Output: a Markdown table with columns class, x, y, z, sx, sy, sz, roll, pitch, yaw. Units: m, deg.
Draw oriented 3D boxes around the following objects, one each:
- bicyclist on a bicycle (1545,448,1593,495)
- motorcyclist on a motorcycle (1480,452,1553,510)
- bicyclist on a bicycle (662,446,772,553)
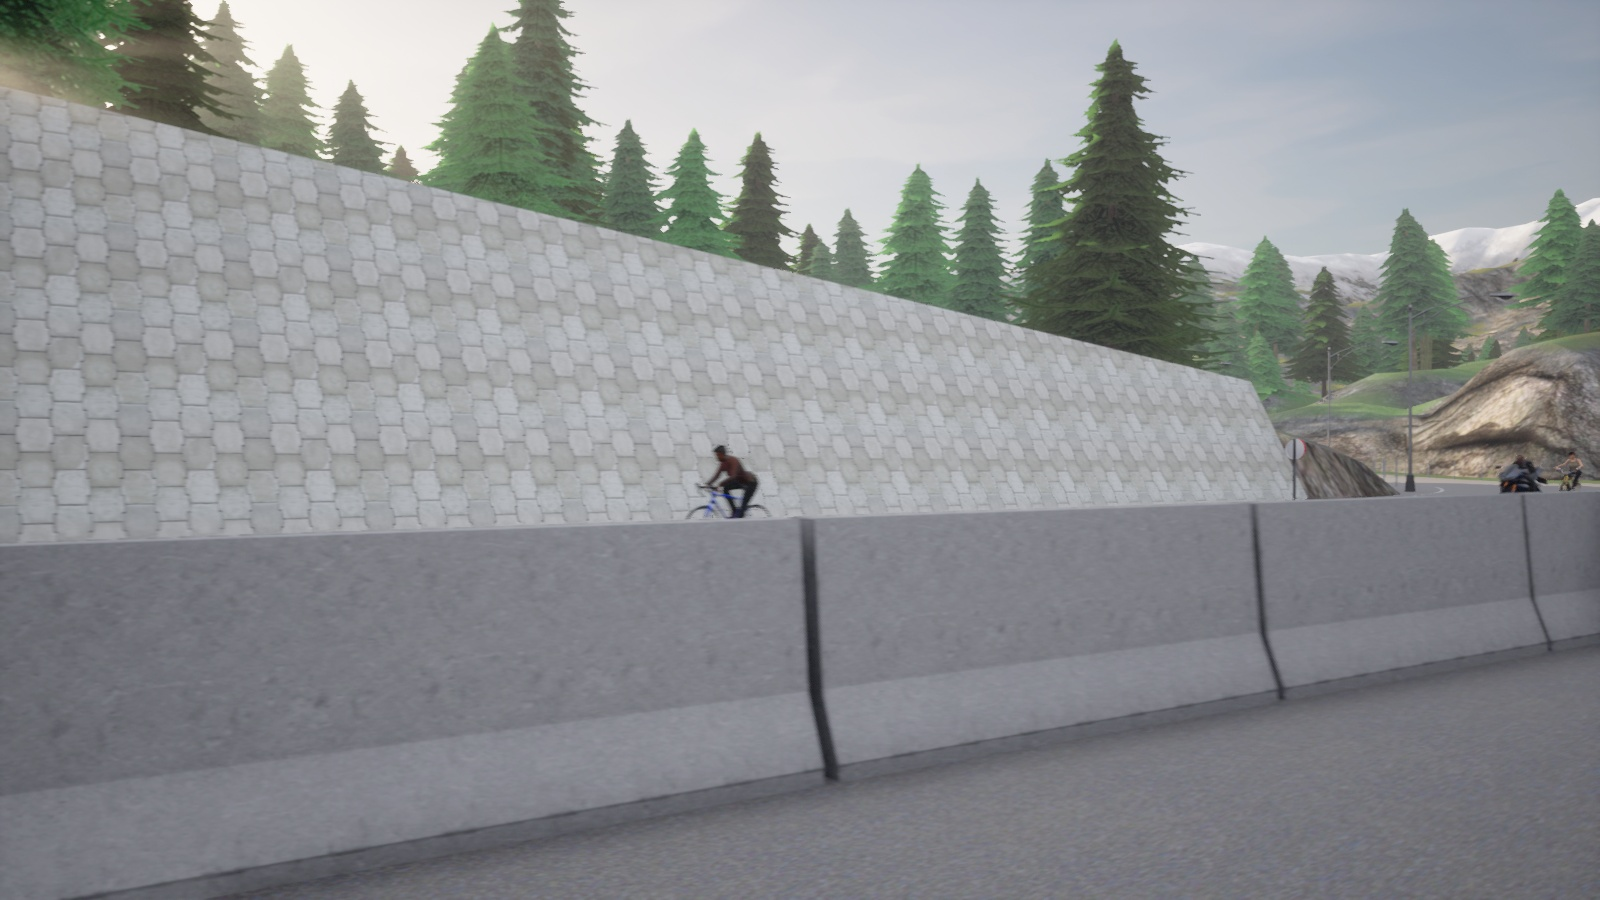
| class | x | y | z | sx | sy | sz | roll | pitch | yaw |
| --- | --- | --- | --- | --- | --- | --- | --- | --- | --- |
| bicyclist on a bicycle | 26.650 | 0.732 | 43.530 | 1.509 | 1.612 | 0.866 | 0 | 0 | -35 |
| motorcyclist on a motorcycle | 19.617 | 0.822 | 34.370 | 2.191 | 1.530 | 0.866 | 0 | 0 | -35 |
| bicyclist on a bicycle | -1.295 | 0.749 | 19.815 | 1.656 | 1.620 | 0.582 | -1 | 0 | -35 |
